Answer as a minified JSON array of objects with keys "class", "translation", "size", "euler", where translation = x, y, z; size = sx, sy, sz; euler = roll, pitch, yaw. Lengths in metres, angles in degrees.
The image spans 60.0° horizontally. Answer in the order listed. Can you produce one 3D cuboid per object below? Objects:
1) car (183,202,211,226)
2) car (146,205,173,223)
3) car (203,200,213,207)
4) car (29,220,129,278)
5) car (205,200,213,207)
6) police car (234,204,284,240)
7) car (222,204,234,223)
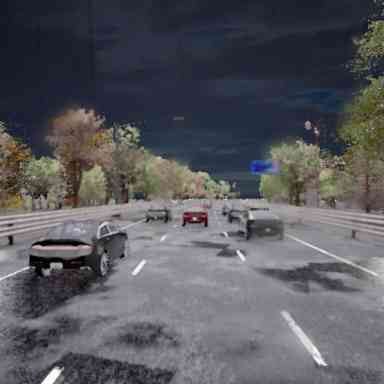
[{"class":"car","translation":[0.347,1.840,26.707],"size":[1.882,1.535,5.008],"euler":[0,-1,3]},{"class":"car","translation":[-2.811,1.885,29.105],"size":[2.128,1.511,4.902],"euler":[0,-1,2]},{"class":"car","translation":[3.711,2.607,75.189],"size":[2.033,1.411,5.357],"euler":[0,-1,6]},{"class":"car","translation":[-3.299,1.631,10.602],"size":[2.128,1.511,4.902],"euler":[0,-1,1]},{"class":"car","translation":[2.427,2.434,59.705],"size":[1.895,1.301,4.718],"euler":[0,-1,5]},{"class":"police car","translation":[3.741,1.679,18.698],"size":[1.930,1.638,5.238],"euler":[0,-1,1]},{"class":"car","translation":[4.086,1.896,29.458],"size":[2.128,1.511,4.902],"euler":[0,-1,2]}]
